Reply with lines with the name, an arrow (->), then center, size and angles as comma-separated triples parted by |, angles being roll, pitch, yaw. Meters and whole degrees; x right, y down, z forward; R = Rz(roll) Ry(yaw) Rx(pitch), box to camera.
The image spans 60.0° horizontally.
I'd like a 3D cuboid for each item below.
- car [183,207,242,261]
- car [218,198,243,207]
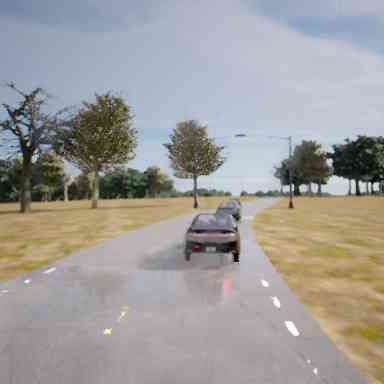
car -> 0.819, 1.522, 12.452 | 2.128, 1.511, 4.902 | 0, 0, 6
car -> 3.080, 1.558, 27.394 | 2.128, 1.511, 4.902 | 0, 0, 12
